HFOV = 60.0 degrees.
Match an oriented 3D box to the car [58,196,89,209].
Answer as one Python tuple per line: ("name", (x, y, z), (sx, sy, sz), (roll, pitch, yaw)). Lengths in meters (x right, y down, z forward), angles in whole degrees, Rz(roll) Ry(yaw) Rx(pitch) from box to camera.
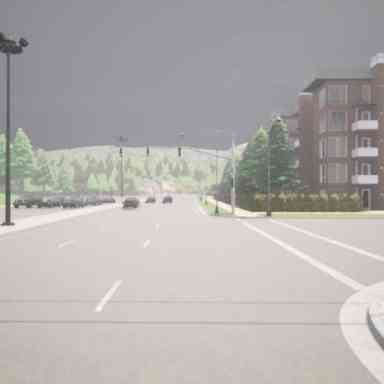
("car", (-16.406, 1.645, 46.384), (1.895, 1.301, 4.718), (0, 0, 0))

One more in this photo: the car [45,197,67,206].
("car", (-23.435, 1.559, 57.458), (1.837, 1.490, 4.892), (0, 0, 1))

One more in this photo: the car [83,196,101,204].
("car", (-19.924, 1.555, 66.473), (2.128, 1.511, 4.902), (0, 0, 0))

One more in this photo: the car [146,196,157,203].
("car", (-8.340, 1.590, 68.493), (1.812, 1.442, 4.674), (0, 0, 0))

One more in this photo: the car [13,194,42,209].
("car", (-23.403, 1.267, 47.861), (2.150, 2.045, 5.566), (0, 0, 0))

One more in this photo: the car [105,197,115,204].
("car", (-16.441, 1.626, 65.429), (1.994, 1.385, 4.181), (0, 0, 0))

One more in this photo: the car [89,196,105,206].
("car", (-16.454, 1.557, 55.444), (1.837, 1.490, 4.892), (0, 0, 0))

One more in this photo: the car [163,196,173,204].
("car", (-4.825, 1.568, 67.448), (1.837, 1.490, 4.892), (0, 0, 0))

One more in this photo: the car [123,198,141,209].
("car", (-8.236, 1.548, 45.849), (1.837, 1.490, 4.892), (0, 0, -1))

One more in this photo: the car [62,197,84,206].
("car", (-19.944, 1.558, 56.034), (1.837, 1.490, 4.892), (0, 0, 0))

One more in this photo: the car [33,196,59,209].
("car", (-19.905, 1.645, 46.717), (1.895, 1.301, 4.718), (0, 0, 0))

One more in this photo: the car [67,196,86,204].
("car", (-23.425, 1.588, 67.518), (2.128, 1.511, 4.902), (0, 0, 0))
